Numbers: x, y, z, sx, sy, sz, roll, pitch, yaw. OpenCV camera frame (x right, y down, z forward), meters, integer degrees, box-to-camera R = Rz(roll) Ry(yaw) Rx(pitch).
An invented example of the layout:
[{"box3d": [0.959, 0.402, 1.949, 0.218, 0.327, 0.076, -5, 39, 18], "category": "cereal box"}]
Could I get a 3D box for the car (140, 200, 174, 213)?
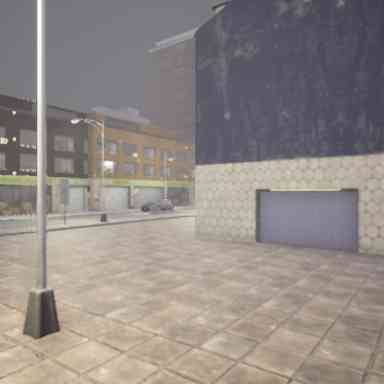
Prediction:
[{"box3d": [-3.856, 1.596, 37.270, 1.994, 1.385, 4.181, 0, 0, 36], "category": "car"}]
